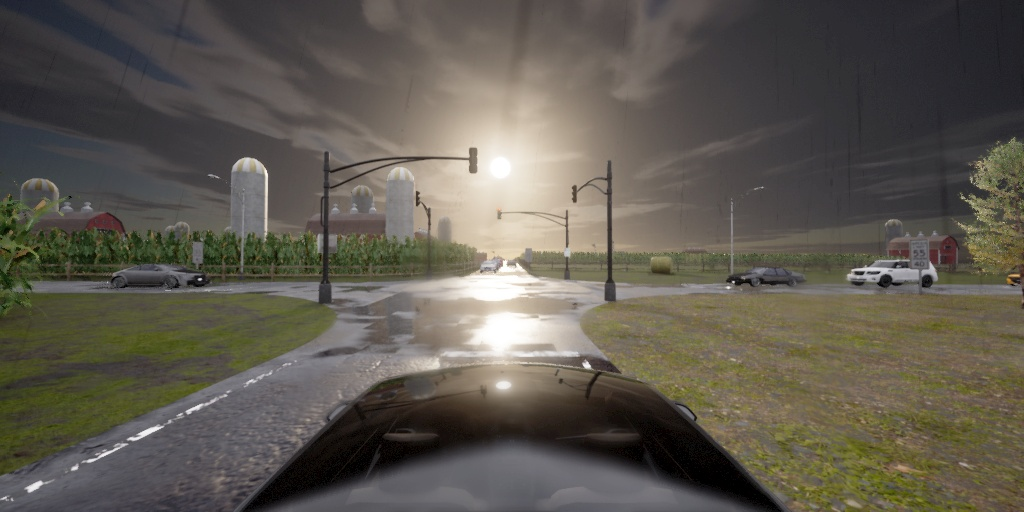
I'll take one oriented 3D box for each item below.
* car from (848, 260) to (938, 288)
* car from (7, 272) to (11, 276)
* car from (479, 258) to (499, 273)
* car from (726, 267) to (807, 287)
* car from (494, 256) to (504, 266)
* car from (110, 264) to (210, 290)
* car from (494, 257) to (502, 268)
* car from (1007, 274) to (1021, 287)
[{"bbox_3d":[28.655,1.289,27.050,5.566,2.045,2.150,1,-1,-4],"label":"car"},{"bbox_3d":[-30.711,1.075,19.494,4.718,1.301,1.895,0,-1,-3],"label":"car"},{"bbox_3d":[-2.827,1.309,43.405,1.812,1.442,4.674,0,0,-1],"label":"car"},{"bbox_3d":[18.670,1.522,26.339,5.357,1.411,2.033,1,-1,-8],"label":"car"},{"bbox_3d":[-2.904,1.289,62.584,1.882,1.535,5.008,0,0,0],"label":"car"},{"bbox_3d":[-19.602,1.127,20.121,4.181,1.385,1.994,0,-1,-3],"label":"car"},{"bbox_3d":[-2.883,1.321,52.563,1.812,1.442,4.674,0,0,0],"label":"car"},{"bbox_3d":[41.842,1.672,28.036,5.008,1.535,1.882,1,-1,-5],"label":"car"}]
